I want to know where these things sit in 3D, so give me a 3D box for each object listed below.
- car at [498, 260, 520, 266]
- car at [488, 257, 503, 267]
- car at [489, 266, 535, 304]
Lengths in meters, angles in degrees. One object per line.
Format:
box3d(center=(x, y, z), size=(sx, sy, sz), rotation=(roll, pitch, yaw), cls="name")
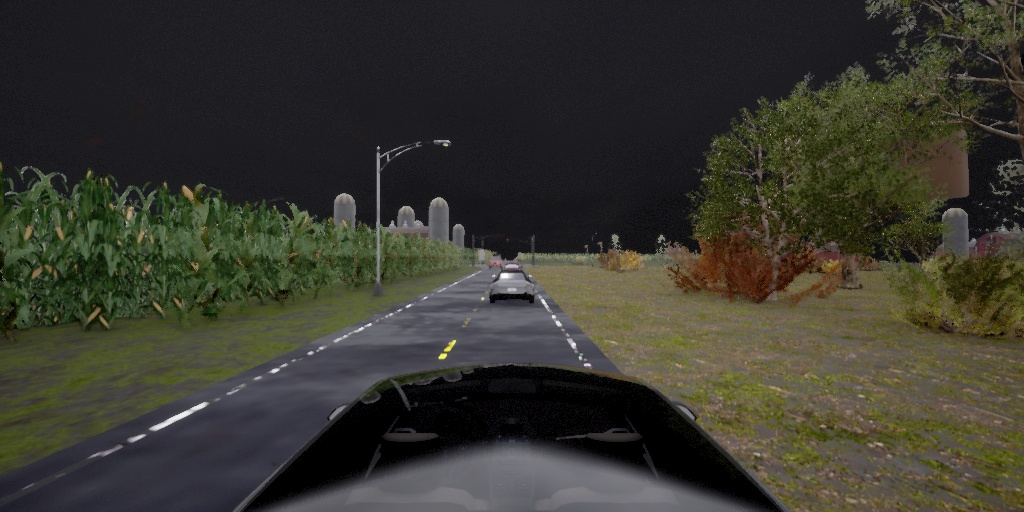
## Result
box3d(center=(0.000, 1.299, 31.507), size=(1.812, 1.442, 4.674), rotation=(0, 0, 0), cls="car")
box3d(center=(-2.751, 1.133, 60.486), size=(2.150, 2.045, 5.566), rotation=(0, 0, 0), cls="car")
box3d(center=(0.000, 1.327, 16.503), size=(1.994, 1.385, 4.181), rotation=(0, 0, 0), cls="car")
